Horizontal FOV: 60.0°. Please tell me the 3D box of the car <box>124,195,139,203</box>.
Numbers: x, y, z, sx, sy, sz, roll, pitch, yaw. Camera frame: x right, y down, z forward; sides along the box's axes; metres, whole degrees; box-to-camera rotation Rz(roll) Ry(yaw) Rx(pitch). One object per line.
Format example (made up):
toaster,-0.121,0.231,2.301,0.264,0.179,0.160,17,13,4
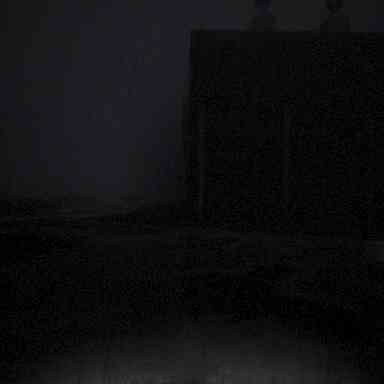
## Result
car,-9.480,1.106,52.687,1.895,1.301,4.718,0,0,-4
